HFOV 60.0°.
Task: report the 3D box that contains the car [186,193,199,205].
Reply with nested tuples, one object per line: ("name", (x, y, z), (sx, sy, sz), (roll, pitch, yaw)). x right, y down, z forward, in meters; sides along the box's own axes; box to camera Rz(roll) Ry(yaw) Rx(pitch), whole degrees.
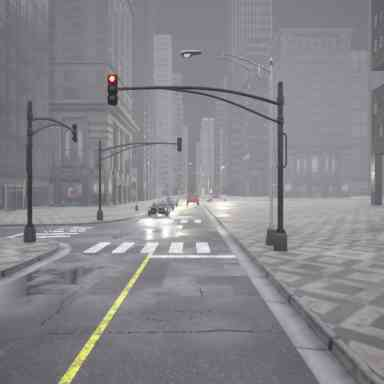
("car", (0.126, 1.234, 59.011), (2.150, 2.045, 5.566), (0, 0, 0))

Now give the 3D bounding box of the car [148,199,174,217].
("car", (-3.087, 1.601, 31.937), (1.895, 1.301, 4.718), (0, 0, 0))

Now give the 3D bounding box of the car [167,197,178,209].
("car", (-3.084, 1.603, 41.281), (1.895, 1.301, 4.718), (0, 0, 0))
